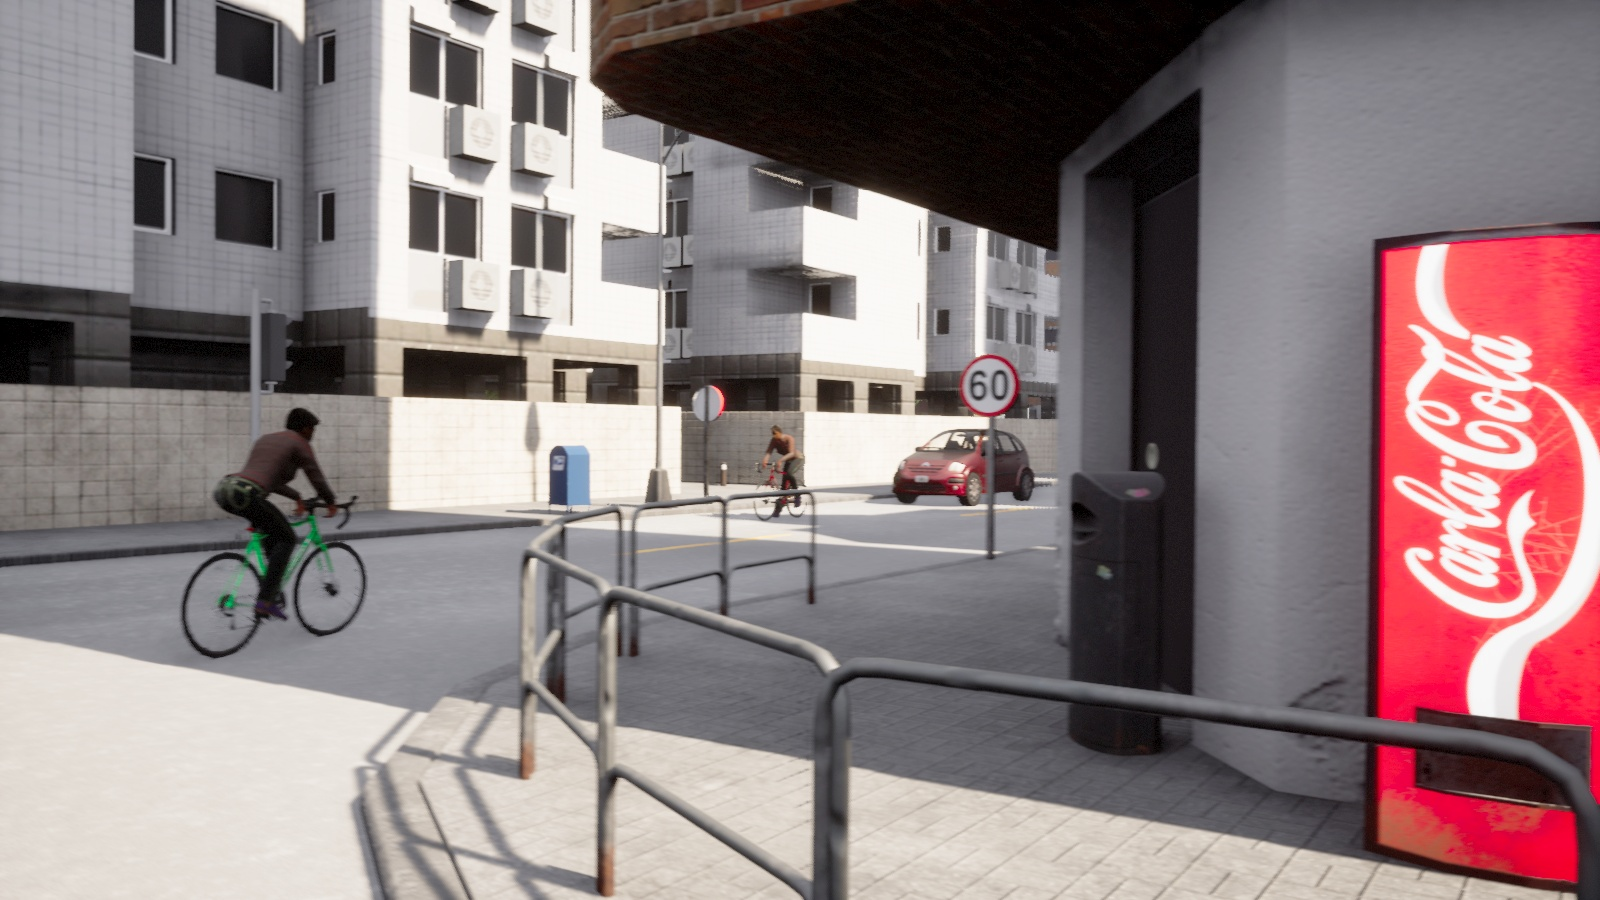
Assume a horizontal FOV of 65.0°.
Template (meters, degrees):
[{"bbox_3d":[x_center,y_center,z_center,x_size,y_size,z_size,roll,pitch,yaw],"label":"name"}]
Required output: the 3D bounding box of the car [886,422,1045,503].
[{"bbox_3d":[3.665,0.225,27.270,1.851,1.617,3.988,0,1,34],"label":"car"}]

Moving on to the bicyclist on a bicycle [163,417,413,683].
[{"bbox_3d":[-3.416,0.599,8.533,0.582,1.620,1.656,1,1,22],"label":"bicyclist on a bicycle"}]

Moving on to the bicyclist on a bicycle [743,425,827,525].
[{"bbox_3d":[-0.239,0.395,21.406,0.582,1.620,1.656,0,1,33],"label":"bicyclist on a bicycle"}]
